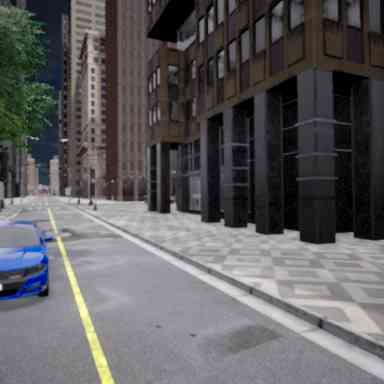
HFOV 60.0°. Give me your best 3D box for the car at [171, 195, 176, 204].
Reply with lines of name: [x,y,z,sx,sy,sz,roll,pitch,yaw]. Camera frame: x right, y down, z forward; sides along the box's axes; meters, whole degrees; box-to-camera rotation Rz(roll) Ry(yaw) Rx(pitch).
car: [-4.388,1.357,57.608,4.097,1.590,1.967,0,-1,-24]

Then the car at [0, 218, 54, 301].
car: [-4.612,1.473,8.325,1.882,1.535,5.008,0,0,-24]

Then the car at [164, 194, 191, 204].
car: [-2.898,1.406,67.610,5.009,1.841,2.192,0,-1,-24]
